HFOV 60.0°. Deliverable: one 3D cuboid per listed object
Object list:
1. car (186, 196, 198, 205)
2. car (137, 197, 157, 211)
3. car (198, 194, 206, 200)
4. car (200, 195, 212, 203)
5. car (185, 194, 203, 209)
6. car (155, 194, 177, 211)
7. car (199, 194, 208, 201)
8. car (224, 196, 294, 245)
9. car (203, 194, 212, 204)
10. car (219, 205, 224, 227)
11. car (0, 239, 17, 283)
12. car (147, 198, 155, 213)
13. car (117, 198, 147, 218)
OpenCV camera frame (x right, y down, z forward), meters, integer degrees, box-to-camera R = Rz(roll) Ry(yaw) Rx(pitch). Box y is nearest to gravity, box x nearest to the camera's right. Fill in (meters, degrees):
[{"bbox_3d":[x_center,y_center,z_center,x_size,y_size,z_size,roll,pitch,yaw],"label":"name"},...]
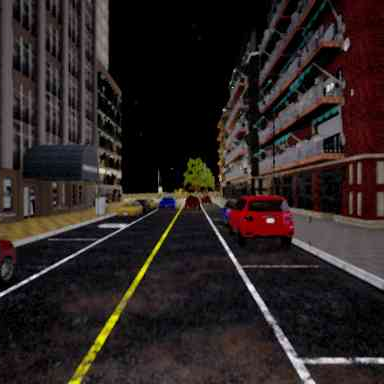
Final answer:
[{"bbox_3d":[0.018,1.335,54.750,1.812,1.442,4.674,0,0,0],"label":"car"},{"bbox_3d":[-5.320,1.387,40.000,1.752,1.417,4.829,0,0,0],"label":"car"},{"bbox_3d":[2.683,1.239,86.771,1.887,1.381,4.507,0,0,0],"label":"car"},{"bbox_3d":[2.557,1.333,62.264,2.008,1.369,4.403,0,0,0],"label":"car"},{"bbox_3d":[0.075,1.331,42.425,1.882,1.535,5.008,0,-1,0],"label":"car"},{"bbox_3d":[-2.848,1.341,39.363,1.882,1.535,5.008,0,0,0],"label":"car"},{"bbox_3d":[2.652,1.274,78.842,2.008,1.369,4.403,0,0,0],"label":"car"},{"bbox_3d":[2.978,1.175,15.317,2.150,2.045,5.566,0,0,0],"label":"car"},{"bbox_3d":[2.558,1.384,56.737,1.802,1.307,4.206,0,0,0],"label":"car"},{"bbox_3d":[2.984,1.276,22.257,2.097,1.767,4.553,0,0,0],"label":"car"},{"bbox_3d":[-5.314,1.558,6.972,1.802,1.307,4.206,0,0,0],"label":"car"},{"bbox_3d":[-5.319,1.446,34.637,1.947,1.339,4.313,0,0,0],"label":"car"},{"bbox_3d":[-5.318,1.425,28.934,1.752,1.417,4.829,0,0,0],"label":"car"}]
